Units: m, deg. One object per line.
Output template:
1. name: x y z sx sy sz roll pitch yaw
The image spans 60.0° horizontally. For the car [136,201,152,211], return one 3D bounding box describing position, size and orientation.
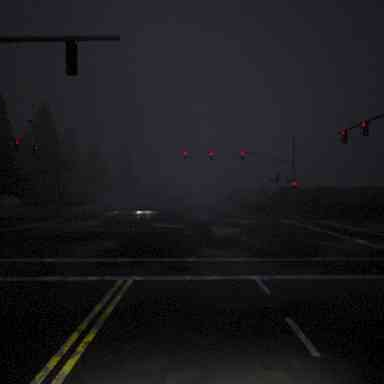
1. car: -6.990 2.046 48.908 1.994 1.385 4.181 0 -1 0
